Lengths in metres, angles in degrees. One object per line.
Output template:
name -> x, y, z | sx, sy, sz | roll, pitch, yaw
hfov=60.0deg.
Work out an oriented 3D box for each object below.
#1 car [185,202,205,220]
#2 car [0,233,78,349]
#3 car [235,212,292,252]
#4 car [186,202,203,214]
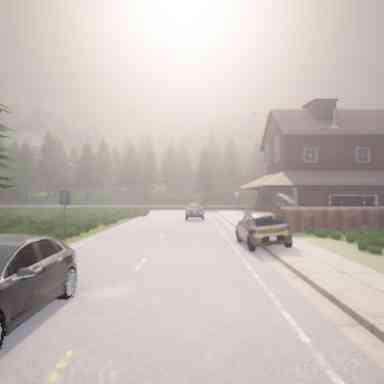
car -> 0.268, 1.910, 32.152 | 2.033, 1.411, 5.357 | 0, -1, 1
car -> -3.562, 1.573, 5.894 | 1.837, 1.490, 4.892 | 0, -1, 0
car -> 3.057, 1.626, 14.975 | 1.816, 1.474, 4.193 | -6, 0, -2
car -> 0.311, 2.031, 42.981 | 2.033, 1.411, 5.357 | 0, -1, 1
